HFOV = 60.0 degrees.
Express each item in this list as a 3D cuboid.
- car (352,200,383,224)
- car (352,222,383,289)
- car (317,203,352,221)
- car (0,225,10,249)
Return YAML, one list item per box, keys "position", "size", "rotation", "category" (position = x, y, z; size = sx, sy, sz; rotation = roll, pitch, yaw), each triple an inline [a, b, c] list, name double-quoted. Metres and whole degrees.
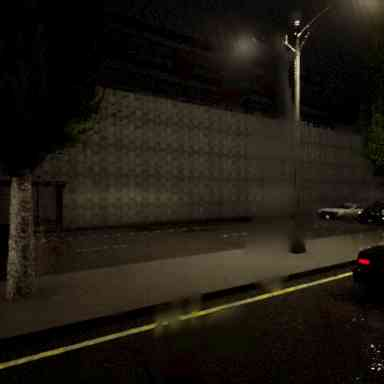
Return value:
- position: [13.805, 1.349, 23.652]
  size: [4.553, 1.767, 2.097]
  rotation: [0, 0, -35]
  category: "car"
- position: [6.026, 1.546, 8.042]
  size: [5.357, 1.411, 2.033]
  rotation: [0, 0, -35]
  category: "car"
- position: [12.213, 1.597, 26.817]
  size: [4.718, 1.301, 1.895]
  rotation: [0, 0, -35]
  category: "car"
- position: [-8.848, 1.600, 11.989]
  size: [4.718, 1.301, 1.895]
  rotation: [0, 0, -33]
  category: "car"
